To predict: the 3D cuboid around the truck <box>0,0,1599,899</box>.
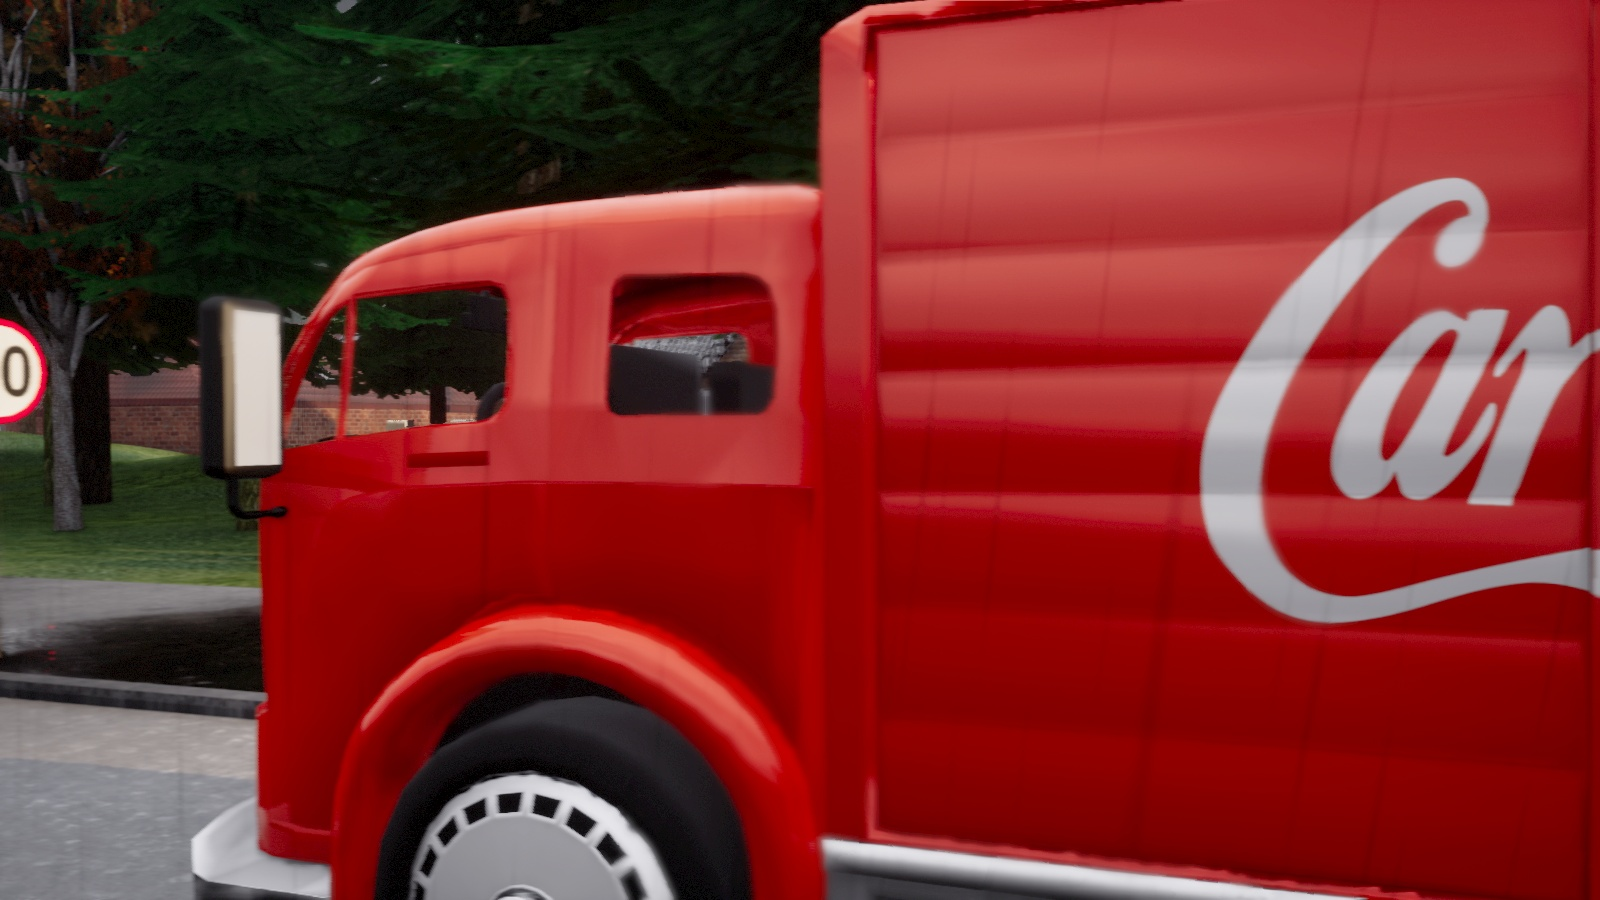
[{"bbox_3d":[0.974,0.289,3.382,5.204,2.467,2.627,1,1,19],"label":"truck"}]
